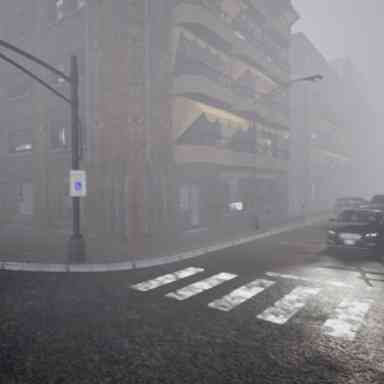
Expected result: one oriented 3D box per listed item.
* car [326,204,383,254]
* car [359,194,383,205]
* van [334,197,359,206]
[{"bbox_3d":[6.868,1.466,13.517,2.128,1.511,4.902,0,0,36],"label":"car"},{"bbox_3d":[13.016,1.180,22.116,2.150,2.045,5.566,0,0,37],"label":"car"},{"bbox_3d":[12.056,1.293,25.277,1.690,1.788,3.998,-1,-1,36],"label":"van"}]
